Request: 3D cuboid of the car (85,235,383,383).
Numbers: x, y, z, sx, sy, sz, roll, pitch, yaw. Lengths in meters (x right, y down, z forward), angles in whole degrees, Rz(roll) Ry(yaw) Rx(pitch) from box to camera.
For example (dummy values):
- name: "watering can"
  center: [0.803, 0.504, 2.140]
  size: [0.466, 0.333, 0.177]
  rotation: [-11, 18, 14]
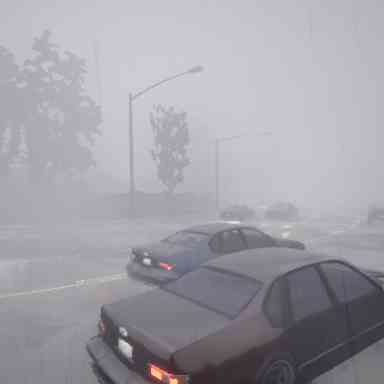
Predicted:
- name: "car"
  center: [1.340, 1.551, 4.744]
  size: [5.357, 1.411, 2.033]
  rotation: [0, 0, -38]

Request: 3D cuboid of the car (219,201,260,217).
- name: "car"
  center: [3.949, 1.700, 28.534]
  size: [1.994, 1.385, 4.181]
  rotation: [0, -1, 31]

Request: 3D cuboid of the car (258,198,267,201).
- name: "car"
  center: [14.650, 2.014, 67.868]
  size: [2.128, 1.511, 4.902]
  rotation: [-1, -1, 10]

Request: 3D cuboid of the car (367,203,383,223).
- name: "car"
  center: [14.686, 1.595, 25.780]
  size: [1.812, 1.442, 4.674]
  rotation: [0, 0, 29]

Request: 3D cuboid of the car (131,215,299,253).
- name: "car"
  center: [0.911, 1.558, 8.859]
  size: [5.357, 1.411, 2.033]
  rotation: [0, 0, -41]

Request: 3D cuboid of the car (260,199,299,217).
- name: "car"
  center: [7.564, 1.596, 27.731]
  size: [1.882, 1.535, 5.008]
  rotation: [0, 0, 30]
